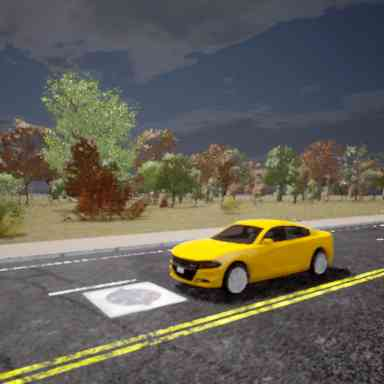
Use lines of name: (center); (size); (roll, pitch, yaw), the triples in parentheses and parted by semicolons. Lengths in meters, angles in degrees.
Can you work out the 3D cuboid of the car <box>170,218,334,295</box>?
car: (1.773, 1.494, 8.933); (5.008, 1.535, 1.882); (0, 0, -36)
